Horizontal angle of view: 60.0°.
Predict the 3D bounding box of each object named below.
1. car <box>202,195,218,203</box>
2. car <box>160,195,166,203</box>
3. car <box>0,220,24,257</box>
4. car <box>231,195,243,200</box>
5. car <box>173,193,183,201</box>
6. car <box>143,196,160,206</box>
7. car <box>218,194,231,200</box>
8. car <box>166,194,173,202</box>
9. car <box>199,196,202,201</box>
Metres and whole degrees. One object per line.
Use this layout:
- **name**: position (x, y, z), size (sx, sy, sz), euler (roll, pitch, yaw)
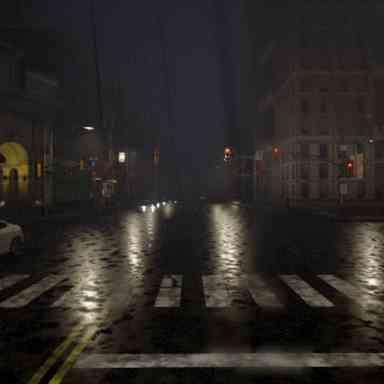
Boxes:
- **car**: position (3.784, 1.491, 69.700), size (2.128, 1.511, 4.902), euler (0, 0, 2)
- **car**: position (-6.979, 1.491, 65.733), size (2.128, 1.511, 4.902), euler (0, 0, 1)
- **car**: position (-6.993, 1.526, 10.201), size (1.812, 1.442, 4.674), euler (0, 0, 2)
- **car**: position (12.491, 1.500, 94.191), size (1.837, 1.490, 4.892), euler (0, 0, 41)
- **car**: position (-3.966, 1.224, 85.950), size (2.150, 2.045, 5.566), euler (0, 0, 19)
- **car**: position (-7.013, 1.601, 56.096), size (1.895, 1.301, 4.718), euler (0, 0, 1)
- **car**: position (8.270, 1.466, 94.411), size (1.882, 1.535, 5.008), euler (0, 0, 38)
- **car**: position (-6.440, 1.525, 75.886), size (2.128, 1.511, 4.902), euler (0, 0, 7)
- **car**: position (3.319, 1.524, 85.422), size (1.812, 1.442, 4.674), euler (0, 0, 22)
